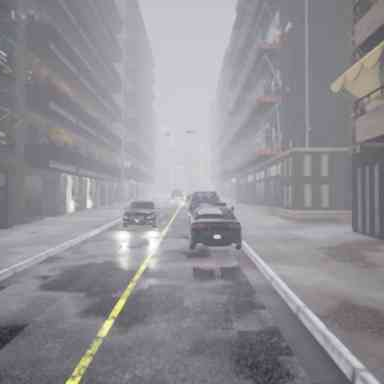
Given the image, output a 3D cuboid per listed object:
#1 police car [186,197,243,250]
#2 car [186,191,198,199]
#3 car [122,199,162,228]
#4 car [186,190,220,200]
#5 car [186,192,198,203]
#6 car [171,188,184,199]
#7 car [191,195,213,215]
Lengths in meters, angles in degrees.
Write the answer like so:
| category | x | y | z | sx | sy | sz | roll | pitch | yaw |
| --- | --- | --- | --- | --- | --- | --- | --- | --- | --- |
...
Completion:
| category | x | y | z | sx | sy | sz | roll | pitch | yaw |
| --- | --- | --- | --- | --- | --- | --- | --- | --- | --- |
| police car | 0.829 | 1.224 | 13.523 | 1.930 | 1.638 | 5.238 | 0 | 1 | 0 |
| car | 0.019 | 0.532 | 65.049 | 2.128 | 1.511 | 4.902 | 0 | 1 | 0 |
| car | -2.842 | 1.213 | 19.632 | 1.837 | 1.490 | 4.892 | 0 | 1 | 0 |
| car | 0.832 | 0.877 | 23.446 | 2.150 | 2.045 | 5.566 | 0 | 1 | 0 |
| car | 0.017 | 0.761 | 50.345 | 1.837 | 1.490 | 4.892 | 0 | 1 | 0 |
| car | -2.753 | 0.300 | 62.536 | 2.150 | 2.045 | 5.566 | 0 | 1 | 1 |
| car | 0.834 | 1.089 | 29.421 | 1.812 | 1.442 | 4.674 | 0 | 1 | 0 |
